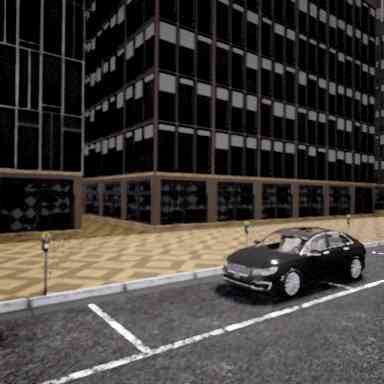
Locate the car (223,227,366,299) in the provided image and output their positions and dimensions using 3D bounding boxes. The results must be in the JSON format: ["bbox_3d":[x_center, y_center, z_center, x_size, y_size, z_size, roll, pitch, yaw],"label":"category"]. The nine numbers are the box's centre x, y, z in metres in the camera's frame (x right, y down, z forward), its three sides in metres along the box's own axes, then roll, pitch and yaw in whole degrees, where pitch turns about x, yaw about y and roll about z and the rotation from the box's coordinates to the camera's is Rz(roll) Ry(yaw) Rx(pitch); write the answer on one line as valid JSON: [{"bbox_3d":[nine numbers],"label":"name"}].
[{"bbox_3d":[2.763,1.605,8.529,4.403,1.369,2.008,1,0,-36],"label":"car"}]
